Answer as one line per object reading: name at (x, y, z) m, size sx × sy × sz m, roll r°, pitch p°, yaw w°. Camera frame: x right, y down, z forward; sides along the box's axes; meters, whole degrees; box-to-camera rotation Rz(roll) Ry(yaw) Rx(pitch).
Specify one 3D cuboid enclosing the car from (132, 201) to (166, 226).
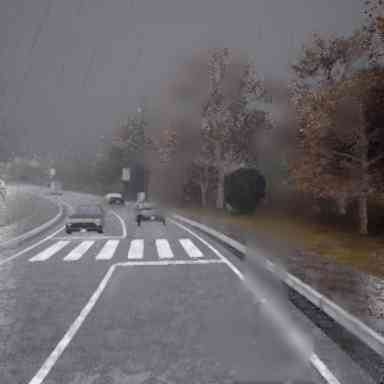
car at (-2.947, 1.353, 22.559) m, size 2.128 × 1.511 × 4.902 m, roll 1°, pitch 1°, yaw -13°

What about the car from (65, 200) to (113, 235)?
car at (-5.696, 1.426, 18.449) m, size 2.033 × 1.411 × 5.357 m, roll 0°, pitch 1°, yaw -12°

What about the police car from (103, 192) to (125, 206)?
police car at (-9.734, 0.833, 41.122) m, size 1.930 × 1.638 × 5.238 m, roll 1°, pitch 2°, yaw -25°

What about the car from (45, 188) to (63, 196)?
car at (-23.298, -0.026, 56.138) m, size 1.994 × 1.385 × 4.181 m, roll 2°, pitch 2°, yaw -37°
